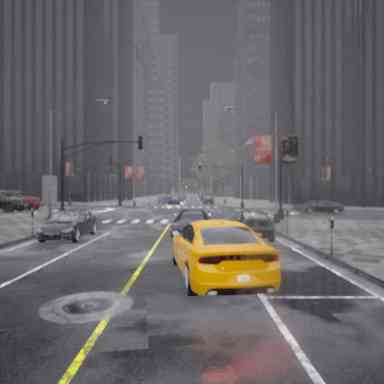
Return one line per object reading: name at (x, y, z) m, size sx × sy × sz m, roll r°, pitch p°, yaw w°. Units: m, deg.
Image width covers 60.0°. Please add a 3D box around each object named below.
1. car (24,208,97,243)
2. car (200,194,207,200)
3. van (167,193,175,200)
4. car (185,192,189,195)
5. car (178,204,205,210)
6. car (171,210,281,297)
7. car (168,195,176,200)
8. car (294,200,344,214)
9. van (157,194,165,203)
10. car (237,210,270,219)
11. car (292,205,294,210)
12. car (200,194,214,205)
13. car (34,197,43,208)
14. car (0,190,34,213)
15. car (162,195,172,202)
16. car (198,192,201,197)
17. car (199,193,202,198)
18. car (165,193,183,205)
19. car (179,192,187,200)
car at (-5.781, 1.520, 15.810) m, size 2.008 × 1.369 × 4.403 m, roll 0°, pitch 0°, yaw 0°
car at (3.143, 1.378, 91.248) m, size 1.752 × 1.417 × 4.829 m, roll 0°, pitch 0°, yaw 0°
van at (-5.427, 1.202, 85.628) m, size 1.690 × 1.788 × 3.998 m, roll 0°, pitch 0°, yaw 0°
car at (-2.671, 1.075, 84.926) m, size 2.150 × 2.045 × 5.566 m, roll 0°, pitch 0°, yaw 0°
car at (0.031, 1.532, 16.505) m, size 1.994 × 1.385 × 4.181 m, roll 0°, pitch 0°, yaw 0°
car at (0.585, 1.461, 8.680) m, size 1.882 × 1.535 × 5.008 m, roll 0°, pitch 0°, yaw -9°
car at (-5.384, 1.398, 91.140) m, size 1.887 × 1.381 × 4.507 m, roll 0°, pitch 0°, yaw 0°
car at (14.704, 1.733, 37.951) m, size 4.892 × 1.490 × 1.837 m, roll 0°, pitch 0°, yaw 1°
van at (-5.600, 1.233, 63.578) m, size 1.690 × 1.788 × 3.998 m, roll 0°, pitch 0°, yaw 0°
car at (2.744, 1.521, 15.818) m, size 2.008 × 1.369 × 4.403 m, roll 0°, pitch 0°, yaw 0°
car at (14.854, 1.761, 41.212) m, size 4.674 × 1.442 × 1.812 m, roll 1°, pitch 0°, yaw 2°
car at (2.882, 1.451, 58.001) m, size 2.008 × 1.369 × 4.403 m, roll 0°, pitch 0°, yaw 0°
car at (-18.478, 0.855, 34.571) m, size 5.566 × 2.045 × 2.150 m, roll 1°, pitch 0°, yaw 0°
car at (-18.406, 0.849, 31.320) m, size 5.566 × 2.045 × 2.150 m, roll 2°, pitch 0°, yaw 0°
car at (-5.513, 1.442, 74.603) m, size 1.947 × 1.339 × 4.313 m, roll 0°, pitch 0°, yaw 0°
car at (3.012, 1.192, 74.539) m, size 2.192 × 1.841 × 5.009 m, roll 0°, pitch 0°, yaw 0°
car at (2.968, 1.435, 69.026) m, size 2.008 × 1.369 × 4.403 m, roll 0°, pitch 0°, yaw 0°
car at (-2.969, 1.382, 55.655) m, size 1.882 × 1.535 × 5.008 m, roll 0°, pitch 0°, yaw 1°
car at (-2.790, 1.409, 69.711) m, size 2.128 × 1.511 × 4.902 m, roll 0°, pitch 0°, yaw 0°
